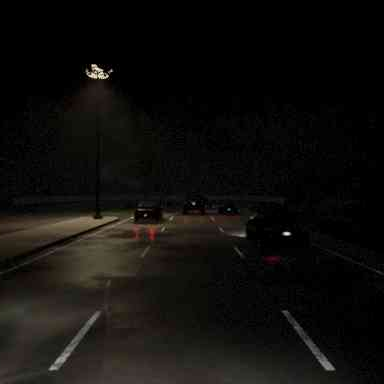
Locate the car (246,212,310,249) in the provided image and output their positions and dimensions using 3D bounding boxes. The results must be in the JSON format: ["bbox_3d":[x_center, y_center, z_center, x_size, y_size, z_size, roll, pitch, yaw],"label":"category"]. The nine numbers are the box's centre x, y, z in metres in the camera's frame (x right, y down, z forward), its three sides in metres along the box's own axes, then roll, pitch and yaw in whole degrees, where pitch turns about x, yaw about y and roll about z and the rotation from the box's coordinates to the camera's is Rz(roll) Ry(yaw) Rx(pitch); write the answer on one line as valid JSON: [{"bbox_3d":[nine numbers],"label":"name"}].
[{"bbox_3d":[3.601,1.564,14.637,1.994,1.385,4.181,0,0,0],"label":"car"}]

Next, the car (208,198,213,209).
[{"bbox_3d":[1.564,1.491,44.322,2.128,1.511,4.902,0,0,12],"label":"car"}]

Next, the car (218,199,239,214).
[{"bbox_3d":[3.792,1.525,35.518,1.812,1.442,4.674,0,0,2],"label":"car"}]

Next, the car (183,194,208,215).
[{"bbox_3d":[0.269,1.221,34.524,2.150,2.045,5.566,0,0,2],"label":"car"}]

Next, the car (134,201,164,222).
[{"bbox_3d":[-3.394,1.491,26.691,2.128,1.511,4.902,0,0,0],"label":"car"}]
